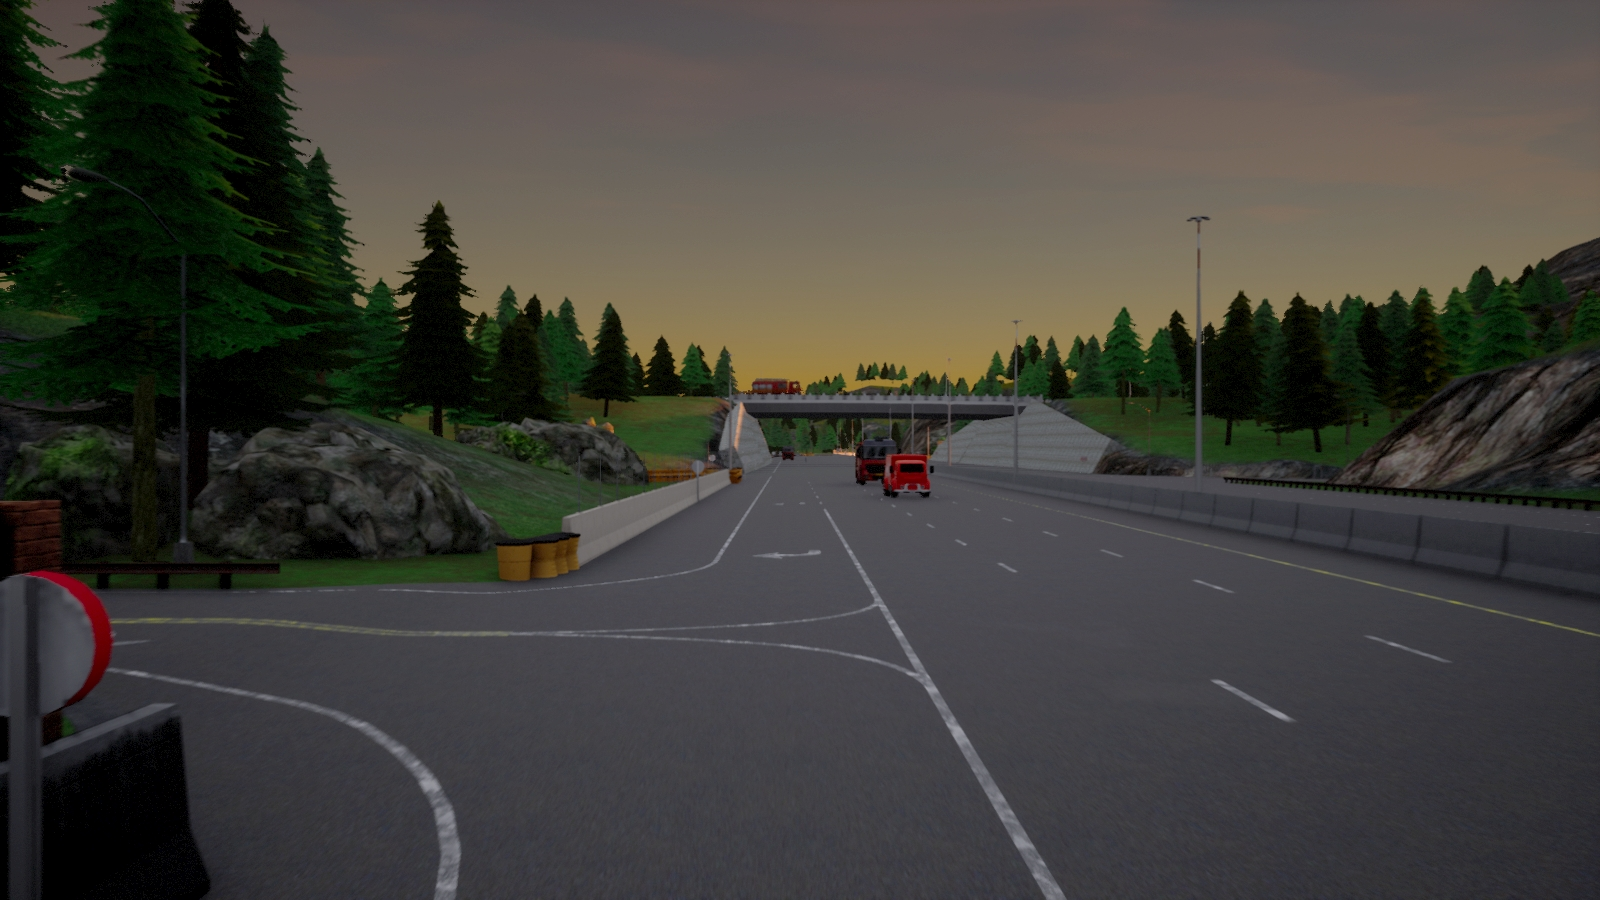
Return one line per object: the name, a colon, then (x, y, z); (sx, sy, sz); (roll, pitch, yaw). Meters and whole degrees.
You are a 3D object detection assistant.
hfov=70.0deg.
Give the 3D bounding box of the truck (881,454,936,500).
truck: (6.273, 1.511, 66.579); (2.627, 2.467, 5.204); (0, 1, -1)
